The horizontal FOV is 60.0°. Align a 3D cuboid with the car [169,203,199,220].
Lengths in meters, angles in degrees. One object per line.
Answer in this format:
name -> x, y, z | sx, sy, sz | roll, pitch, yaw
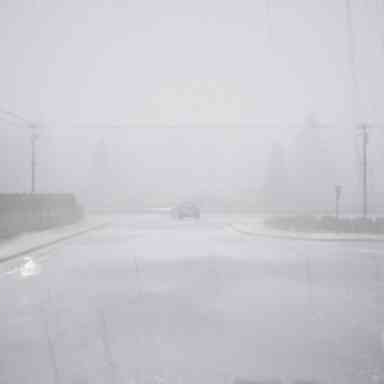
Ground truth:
car -> -0.744, 1.714, 30.501 | 2.128, 1.511, 4.902 | 1, -1, -16
